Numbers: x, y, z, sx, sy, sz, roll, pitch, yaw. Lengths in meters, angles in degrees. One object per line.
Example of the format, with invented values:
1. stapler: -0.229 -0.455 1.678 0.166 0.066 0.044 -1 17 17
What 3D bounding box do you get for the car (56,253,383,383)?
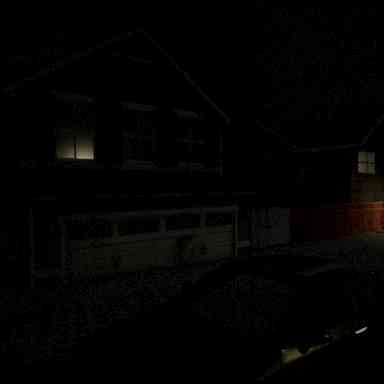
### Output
1. car: 0.920 1.525 3.790 4.674 1.442 1.812 0 0 -36
